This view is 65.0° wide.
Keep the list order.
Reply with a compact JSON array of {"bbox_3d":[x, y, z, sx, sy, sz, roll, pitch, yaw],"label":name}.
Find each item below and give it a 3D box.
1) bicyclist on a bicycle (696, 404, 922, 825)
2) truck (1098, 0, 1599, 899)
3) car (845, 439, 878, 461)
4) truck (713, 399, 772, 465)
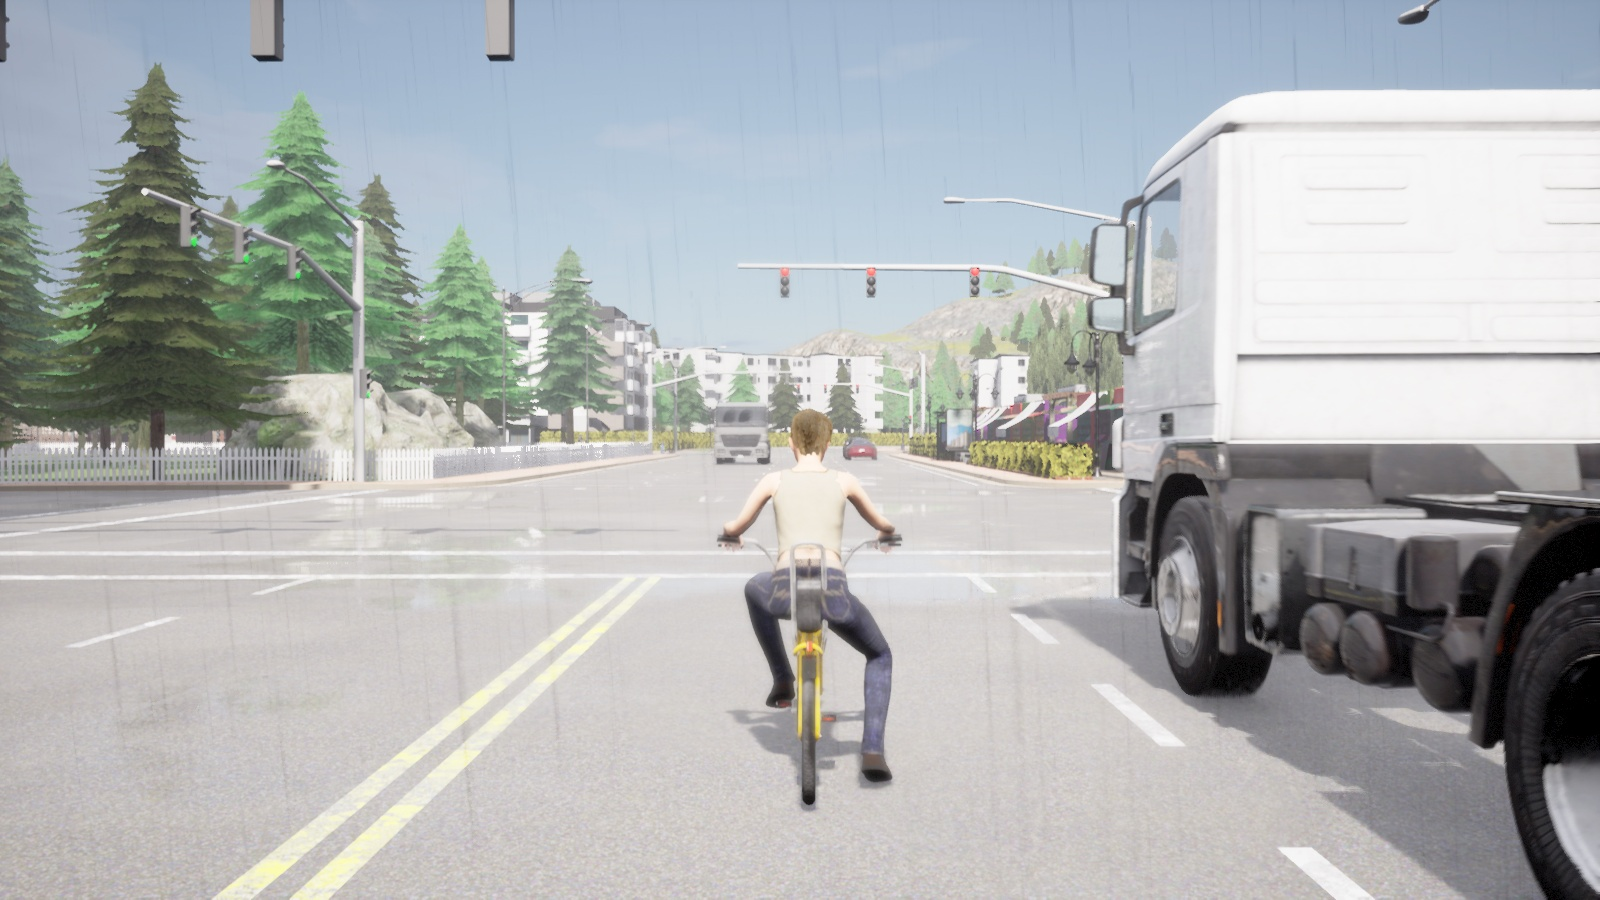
[{"bbox_3d":[0.042,0.624,5.574,0.866,1.612,1.509,0,1,1],"label":"bicyclist on a bicycle"},{"bbox_3d":[3.543,-0.285,4.943,2.891,3.462,7.936,0,1,0],"label":"truck"},{"bbox_3d":[3.955,-0.035,81.457,1.994,1.385,4.181,0,0,1],"label":"car"},{"bbox_3d":[-3.103,-0.965,69.871,2.891,3.462,7.936,0,1,0],"label":"truck"}]
